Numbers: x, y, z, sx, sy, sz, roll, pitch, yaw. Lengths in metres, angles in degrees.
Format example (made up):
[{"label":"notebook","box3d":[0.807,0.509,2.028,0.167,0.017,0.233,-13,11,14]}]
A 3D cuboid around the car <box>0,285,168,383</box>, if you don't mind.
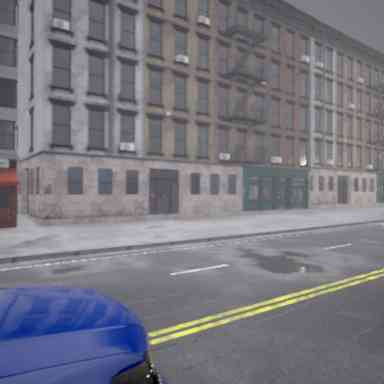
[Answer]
[{"label":"car","box3d":[-2.727,1.217,1.494,5.566,2.045,2.150,0,0,-35]}]
